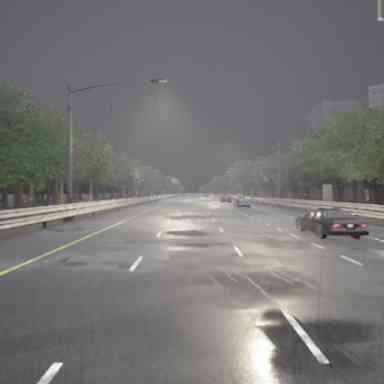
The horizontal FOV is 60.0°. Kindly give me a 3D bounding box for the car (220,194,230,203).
[{"bbox_3d":[7.007,1.385,69.750,2.097,1.767,4.553,0,0,0],"label":"car"}]

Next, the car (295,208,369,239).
[{"bbox_3d":[6.999,1.551,17.206,2.033,1.411,5.357,0,0,0],"label":"car"}]

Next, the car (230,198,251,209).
[{"bbox_3d":[6.999,1.558,46.799,2.033,1.411,5.357,0,0,0],"label":"car"}]
